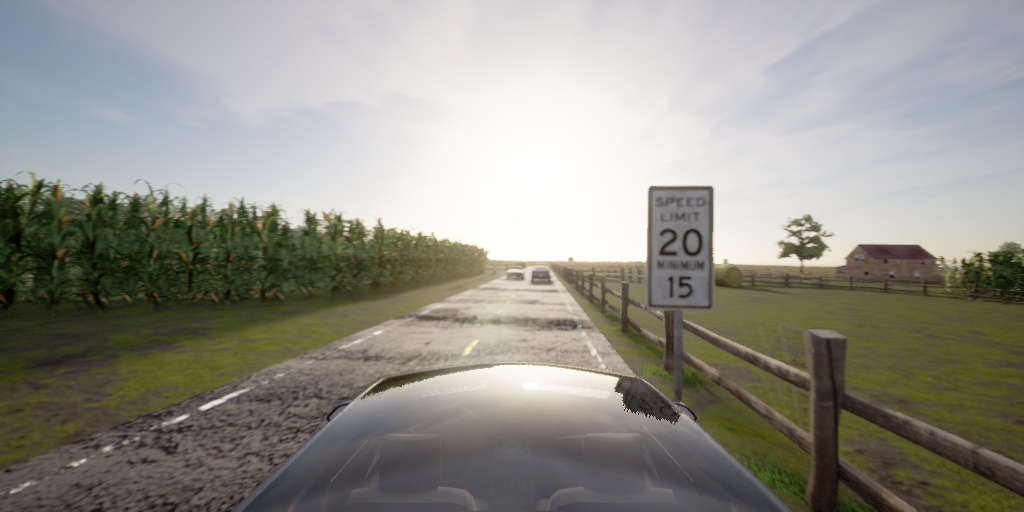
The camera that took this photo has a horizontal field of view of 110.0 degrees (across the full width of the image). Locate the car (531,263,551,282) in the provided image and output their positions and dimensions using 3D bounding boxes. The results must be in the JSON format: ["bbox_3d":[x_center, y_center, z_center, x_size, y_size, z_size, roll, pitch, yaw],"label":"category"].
[{"bbox_3d":[2.937,1.728,36.277,1.882,1.535,5.008,1,-1,5],"label":"car"}]

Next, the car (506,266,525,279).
[{"bbox_3d":[0.475,1.814,40.351,2.033,1.411,5.357,1,-1,5],"label":"car"}]
